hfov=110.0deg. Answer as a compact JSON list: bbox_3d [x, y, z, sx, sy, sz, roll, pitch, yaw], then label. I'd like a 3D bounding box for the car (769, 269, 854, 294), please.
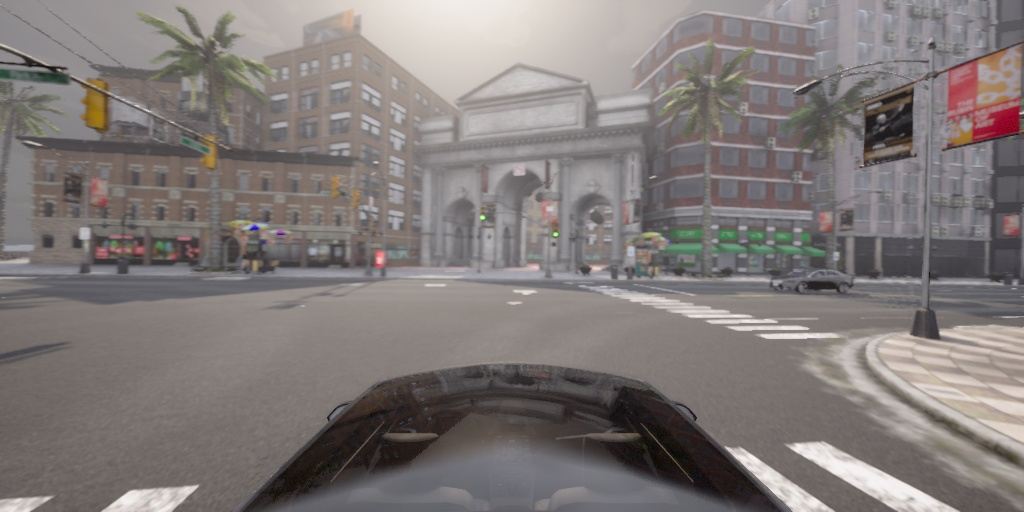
[{"bbox_3d":[18.843,1.546,22.665,4.902,1.511,2.128,1,0,-8],"label":"car"}]
